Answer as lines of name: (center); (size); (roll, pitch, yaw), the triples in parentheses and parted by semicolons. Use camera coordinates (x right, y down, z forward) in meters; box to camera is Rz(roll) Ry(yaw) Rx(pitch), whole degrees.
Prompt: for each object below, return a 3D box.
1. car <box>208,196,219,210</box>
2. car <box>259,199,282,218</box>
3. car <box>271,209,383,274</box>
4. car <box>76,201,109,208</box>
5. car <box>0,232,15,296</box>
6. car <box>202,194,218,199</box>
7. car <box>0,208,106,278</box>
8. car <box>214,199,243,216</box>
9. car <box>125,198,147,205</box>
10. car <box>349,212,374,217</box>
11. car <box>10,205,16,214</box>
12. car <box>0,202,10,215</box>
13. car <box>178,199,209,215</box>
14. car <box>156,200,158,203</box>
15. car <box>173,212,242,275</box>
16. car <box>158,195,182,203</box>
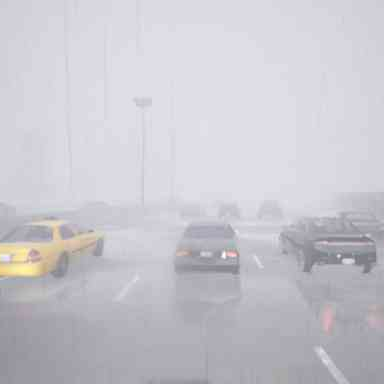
car: (4.095, 1.710, 45.798); (1.837, 1.490, 4.892); (0, 0, 20)
car: (7.559, 1.494, 32.163); (2.097, 1.767, 4.553); (0, 0, 13)
car: (4.115, 1.539, 10.770); (2.128, 1.511, 4.902); (0, 0, 4)
car: (-10.169, 1.664, 34.043); (1.837, 1.490, 4.892); (0, 0, 13)
car: (-4.499, 1.548, 4.235); (1.812, 1.442, 4.674); (0, 0, 2)
car: (4.088, 1.474, 72.148); (2.150, 2.045, 5.566); (0, 0, 27)
car: (-4.201, 1.504, 10.247); (1.801, 1.575, 5.366); (0, 0, 4)
car: (3.490, 1.640, 30.141); (1.837, 1.490, 4.892); (0, 0, 12)
car: (-10.904, 1.841, 65.258); (2.033, 1.411, 5.357); (0, 0, 23)
car: (8.287, 1.676, 17.313); (1.895, 1.301, 4.718); (0, 0, 7)
car: (-18.170, 1.622, 29.963); (1.882, 1.535, 5.008); (0, 0, 11)
car: (-15.698, 1.592, 23.659); (1.882, 1.535, 5.008); (0, 0, 9)
car: (0.160, 1.708, 31.881); (1.994, 1.385, 4.181); (0, 0, 14)
car: (-5.601, 1.829, 68.493); (2.128, 1.511, 4.902); (0, 0, 25)
car: (0.551, 1.596, 10.674); (2.033, 1.411, 5.357); (0, 0, 4)
car: (-3.775, 1.517, 64.144); (2.150, 2.045, 5.566); (0, 0, 24)
